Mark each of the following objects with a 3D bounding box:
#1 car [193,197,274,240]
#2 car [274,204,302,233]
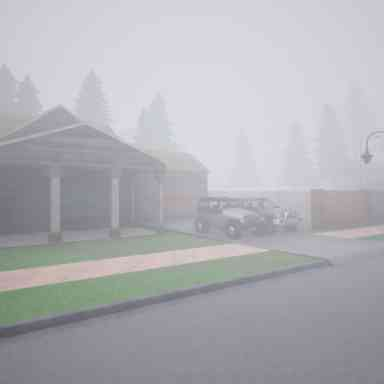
[{"bbox_3d":[1.715,1.176,16.118,1.905,1.878,3.866,0,0,-36],"label":"car"},{"bbox_3d":[3.525,1.174,17.906,1.932,1.855,4.605,0,0,-36],"label":"car"}]
